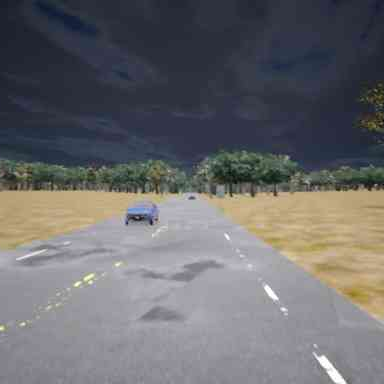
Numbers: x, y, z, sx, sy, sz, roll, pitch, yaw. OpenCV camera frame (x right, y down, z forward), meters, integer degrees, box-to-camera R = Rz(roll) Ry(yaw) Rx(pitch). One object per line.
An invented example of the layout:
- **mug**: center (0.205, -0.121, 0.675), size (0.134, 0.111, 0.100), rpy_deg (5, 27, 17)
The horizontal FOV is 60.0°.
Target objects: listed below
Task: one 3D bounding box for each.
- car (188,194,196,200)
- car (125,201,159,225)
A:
- **car**: center (0.024, 1.423, 86.403), size (1.895, 1.301, 4.718), rpy_deg (0, 0, 0)
- **car**: center (-3.493, 1.380, 23.787), size (1.882, 1.535, 5.008), rpy_deg (0, 0, 0)
